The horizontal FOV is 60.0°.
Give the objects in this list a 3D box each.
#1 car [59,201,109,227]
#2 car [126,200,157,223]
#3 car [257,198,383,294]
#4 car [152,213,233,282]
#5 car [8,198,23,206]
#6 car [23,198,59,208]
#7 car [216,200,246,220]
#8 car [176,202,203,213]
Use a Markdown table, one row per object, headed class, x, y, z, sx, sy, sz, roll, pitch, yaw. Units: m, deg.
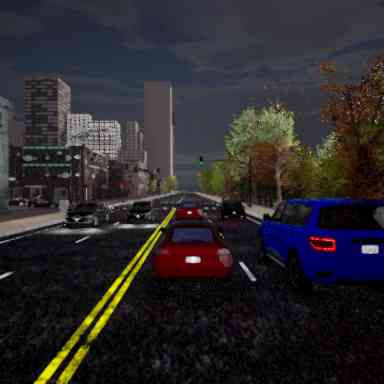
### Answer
| class | x | y | z | sx | sy | sz | roll | pitch | yaw |
| --- | --- | --- | --- | --- | --- | --- | --- | --- | --- |
| car | -6.835 | 1.416 | 22.090 | 1.837 | 1.490 | 4.892 | 0 | 0 | -1 |
| car | -3.610 | 1.405 | 24.469 | 1.837 | 1.490 | 4.892 | 0 | 0 | -1 |
| car | 3.264 | 1.177 | 8.828 | 2.150 | 2.045 | 5.566 | 0 | 0 | -1 |
| car | 0.004 | 1.522 | 9.654 | 1.994 | 1.385 | 4.181 | 0 | 0 | -1 |
| car | -28.936 | 1.598 | 54.602 | 4.403 | 1.369 | 2.008 | -1 | 1 | -1 |
| car | -20.498 | 1.633 | 46.195 | 4.313 | 1.339 | 1.947 | -1 | 1 | -1 |
| car | 3.052 | 1.364 | 26.629 | 1.882 | 1.535 | 5.008 | 0 | 0 | -1 |
| car | -0.190 | 1.454 | 25.988 | 1.994 | 1.385 | 4.181 | 0 | 0 | -1 |
